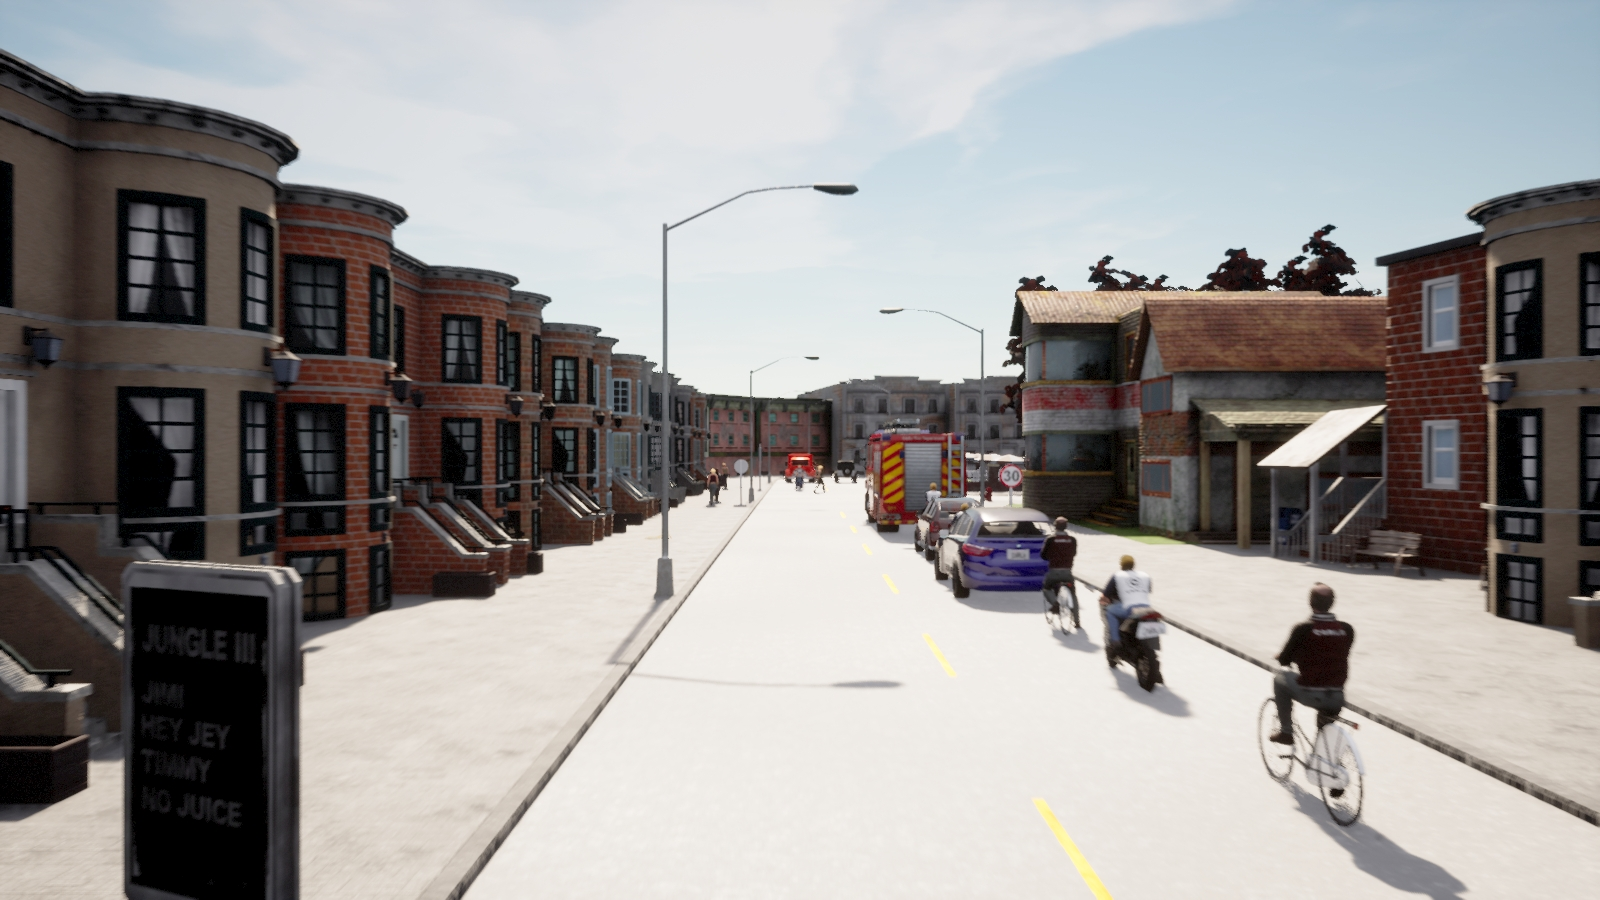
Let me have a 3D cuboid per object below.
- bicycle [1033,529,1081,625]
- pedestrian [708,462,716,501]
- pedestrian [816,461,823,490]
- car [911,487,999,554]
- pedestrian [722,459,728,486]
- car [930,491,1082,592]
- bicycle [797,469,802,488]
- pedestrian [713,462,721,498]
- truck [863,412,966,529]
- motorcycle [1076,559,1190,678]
[{"bbox_3d":[3.991,1.940,17.803,0.329,1.271,1.835,0,0,0],"label":"bicycle"},{"bbox_3d":[-4.234,1.523,55.053,0.375,1.860,0.375,0,0,2],"label":"pedestrian"},{"bbox_3d":[1.238,1.628,73.188,0.375,1.860,0.375,0,0,-14],"label":"pedestrian"},{"bbox_3d":[4.003,1.800,30.066,1.789,1.549,3.705,0,0,0],"label":"car"},{"bbox_3d":[-5.104,1.524,77.726,0.375,1.860,0.375,0,0,9],"label":"pedestrian"},{"bbox_3d":[3.998,1.747,23.055,2.242,1.667,4.611,0,0,0],"label":"car"},{"bbox_3d":[-0.023,1.936,77.792,0.373,1.296,1.643,0,1,0],"label":"bicycle"},{"bbox_3d":[-4.221,1.524,58.147,0.375,1.860,0.375,0,0,-7],"label":"pedestrian"},{"bbox_3d":[3.990,0.671,41.725,2.891,3.827,8.468,0,0,0],"label":"truck"},{"bbox_3d":[3.998,1.993,13.891,0.803,1.145,2.033,0,0,0],"label":"motorcycle"}]
